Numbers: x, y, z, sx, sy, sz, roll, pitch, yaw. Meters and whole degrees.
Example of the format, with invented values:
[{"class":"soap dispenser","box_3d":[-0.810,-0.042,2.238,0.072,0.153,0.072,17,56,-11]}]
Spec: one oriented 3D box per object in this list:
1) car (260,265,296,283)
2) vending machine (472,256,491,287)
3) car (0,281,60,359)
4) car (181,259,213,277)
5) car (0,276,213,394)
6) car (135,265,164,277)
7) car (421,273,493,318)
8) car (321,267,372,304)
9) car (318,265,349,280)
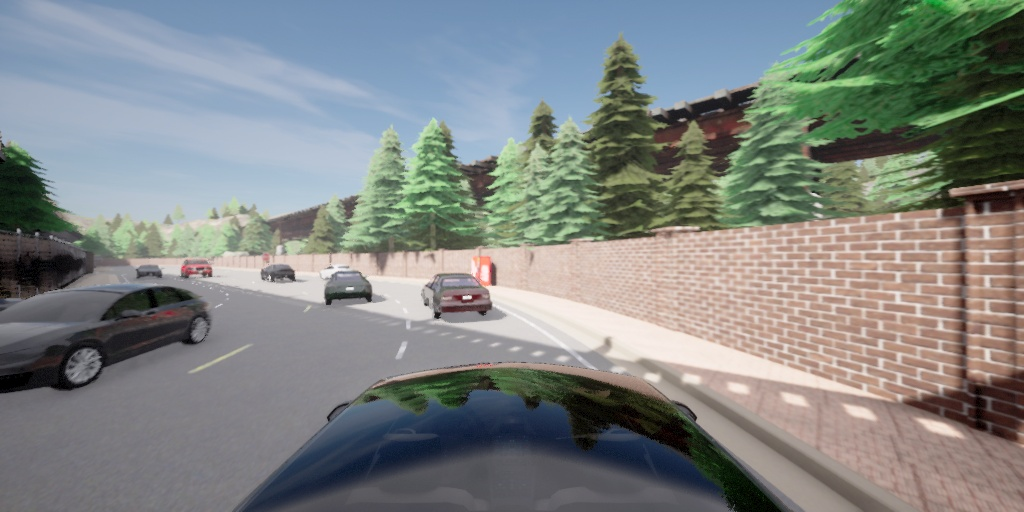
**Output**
[{"class":"car","box_3d":[-20.829,1.500,31.845,4.892,1.490,1.837,-1,0,43]},{"class":"vending machine","box_3d":[-1.880,1.000,22.096,1.100,2.100,0.880,0,0,-31]},{"class":"car","box_3d":[-11.227,1.352,5.868,2.128,1.511,4.902,0,0,-12]},{"class":"car","box_3d":[-34.541,1.359,39.244,5.566,2.045,2.150,-1,0,42]},{"class":"car","box_3d":[-7.917,1.337,6.868,1.837,1.490,4.892,0,0,-13]},{"class":"car","box_3d":[-38.884,1.679,38.438,4.892,1.490,1.837,-1,-1,42]},{"class":"car","box_3d":[-2.233,1.339,13.414,2.033,1.411,5.357,0,0,-20]},{"class":"car","box_3d":[-8.036,1.416,17.471,1.994,1.385,4.181,0,0,-28]},{"class":"car","box_3d":[-15.300,1.470,31.494,4.674,1.442,1.812,-1,0,44]}]
